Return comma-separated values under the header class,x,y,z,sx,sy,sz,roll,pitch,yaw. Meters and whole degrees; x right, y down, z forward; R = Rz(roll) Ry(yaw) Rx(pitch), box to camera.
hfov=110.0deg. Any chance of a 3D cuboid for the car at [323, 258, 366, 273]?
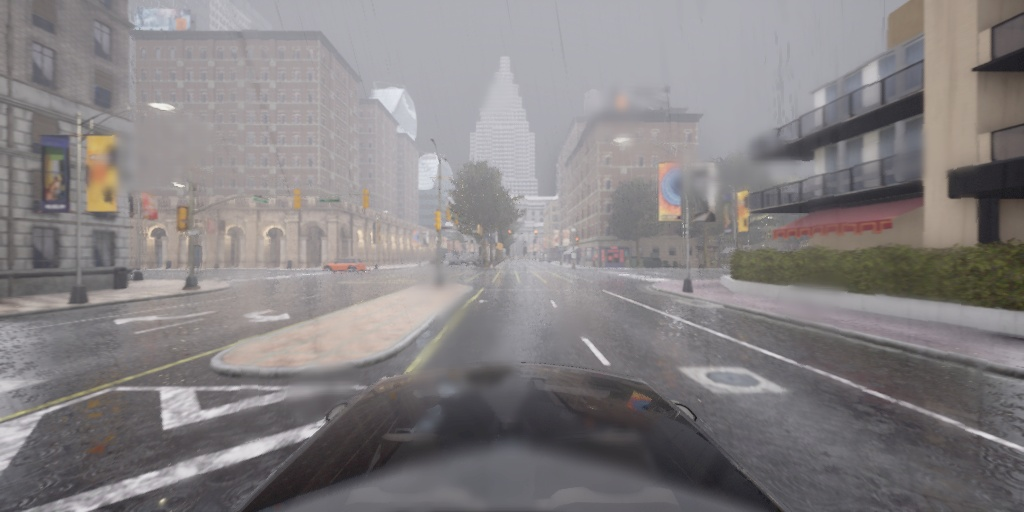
class,x,y,z,sx,sy,sz,roll,pitch,yaw
car,-19.498,1.075,41.696,4.553,1.767,2.097,0,0,10
